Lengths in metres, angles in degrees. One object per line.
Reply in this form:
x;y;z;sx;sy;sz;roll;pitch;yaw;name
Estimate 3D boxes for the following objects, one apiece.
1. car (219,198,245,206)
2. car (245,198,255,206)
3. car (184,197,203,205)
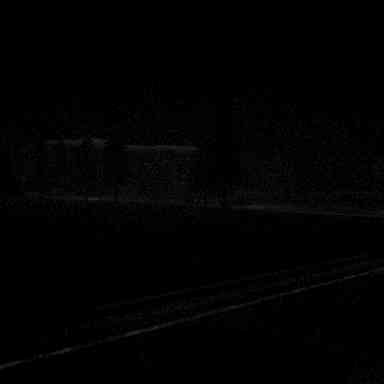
7.342;2.019;63.803;1.895;1.301;4.718;1;0;-35;car
10.251;1.948;65.791;2.128;1.511;4.902;1;0;-35;car
0.268;1.734;67.710;2.097;1.767;4.553;1;0;-36;car
